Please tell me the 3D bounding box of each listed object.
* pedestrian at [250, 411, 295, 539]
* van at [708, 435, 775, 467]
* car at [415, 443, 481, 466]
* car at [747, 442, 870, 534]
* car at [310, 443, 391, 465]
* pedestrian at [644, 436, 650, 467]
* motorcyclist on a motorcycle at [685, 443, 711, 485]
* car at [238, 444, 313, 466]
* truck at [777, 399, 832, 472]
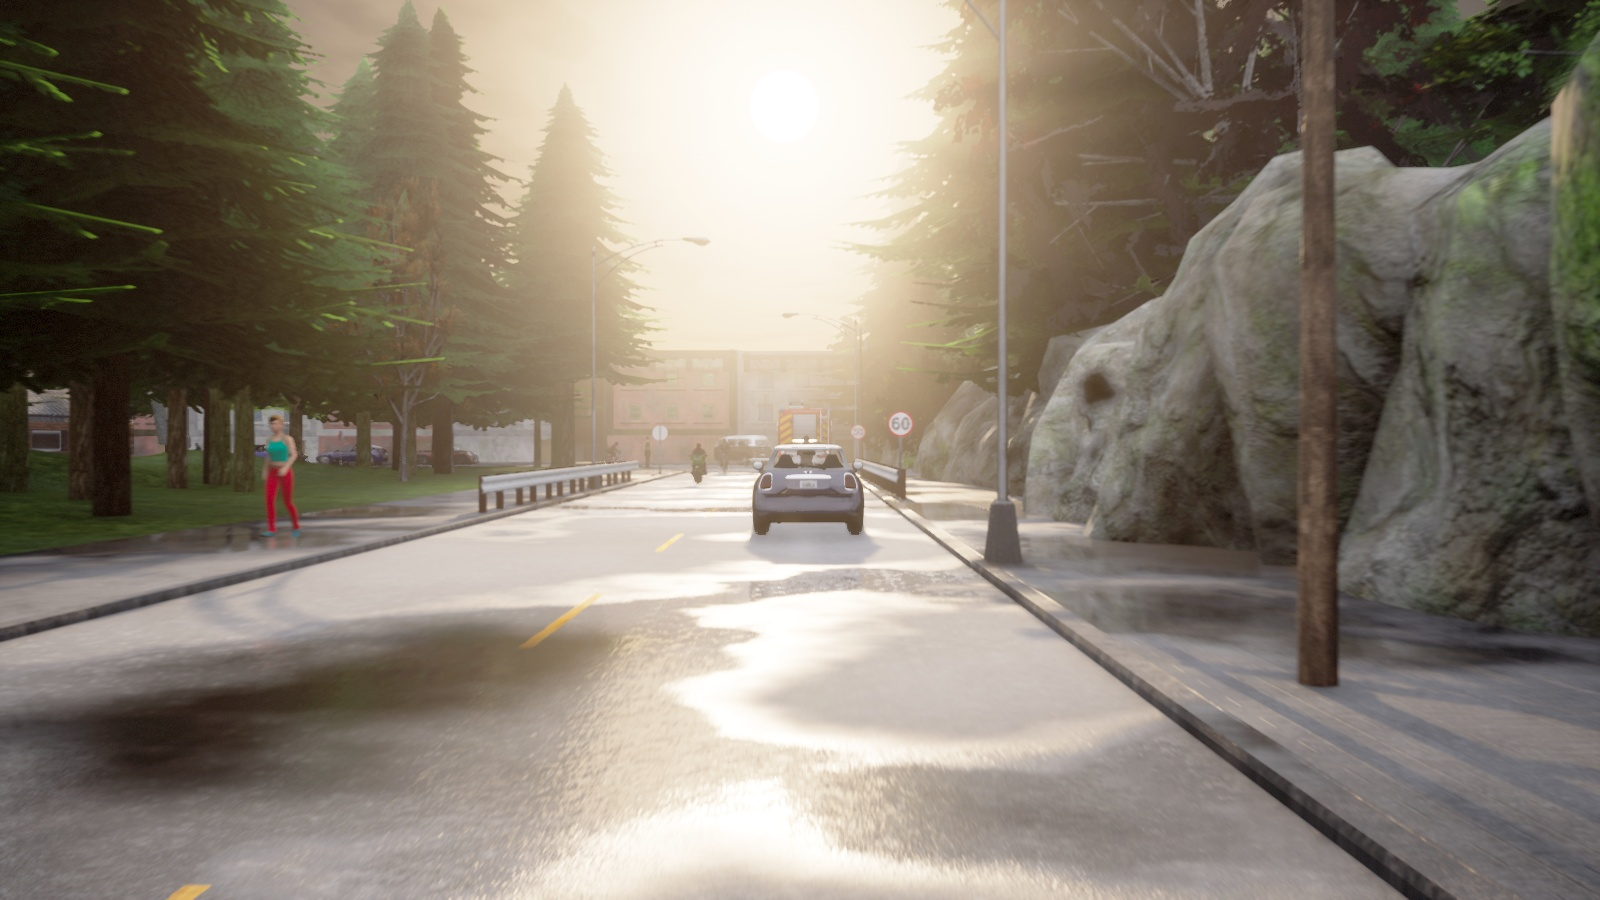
[{"bbox_3d":[-7.710,0.359,18.356,0.345,1.836,0.594,0,0,9],"label":"pedestrian"},{"bbox_3d":[-3.929,0.053,83.675,2.069,2.038,4.480,1,0,-42],"label":"van"},{"bbox_3d":[-23.145,0.283,82.701,3.806,1.475,1.970,0,0,0],"label":"car"},{"bbox_3d":[0.142,0.602,22.079,1.970,1.475,3.806,0,0,0],"label":"car"},{"bbox_3d":[-31.022,0.291,86.758,4.792,1.488,2.163,0,0,0],"label":"car"},{"bbox_3d":[-8.973,0.083,73.670,0.345,1.836,0.594,0,0,-4],"label":"pedestrian"},{"bbox_3d":[-3.790,0.493,46.666,0.797,1.523,2.044,0,1,0],"label":"motorcyclist on a motorcycle"},{"bbox_3d":[-34.566,0.321,82.784,4.193,1.474,1.816,0,0,0],"label":"car"},{"bbox_3d":[0.244,-0.765,70.065,2.891,3.827,8.468,0,0,0],"label":"truck"}]
